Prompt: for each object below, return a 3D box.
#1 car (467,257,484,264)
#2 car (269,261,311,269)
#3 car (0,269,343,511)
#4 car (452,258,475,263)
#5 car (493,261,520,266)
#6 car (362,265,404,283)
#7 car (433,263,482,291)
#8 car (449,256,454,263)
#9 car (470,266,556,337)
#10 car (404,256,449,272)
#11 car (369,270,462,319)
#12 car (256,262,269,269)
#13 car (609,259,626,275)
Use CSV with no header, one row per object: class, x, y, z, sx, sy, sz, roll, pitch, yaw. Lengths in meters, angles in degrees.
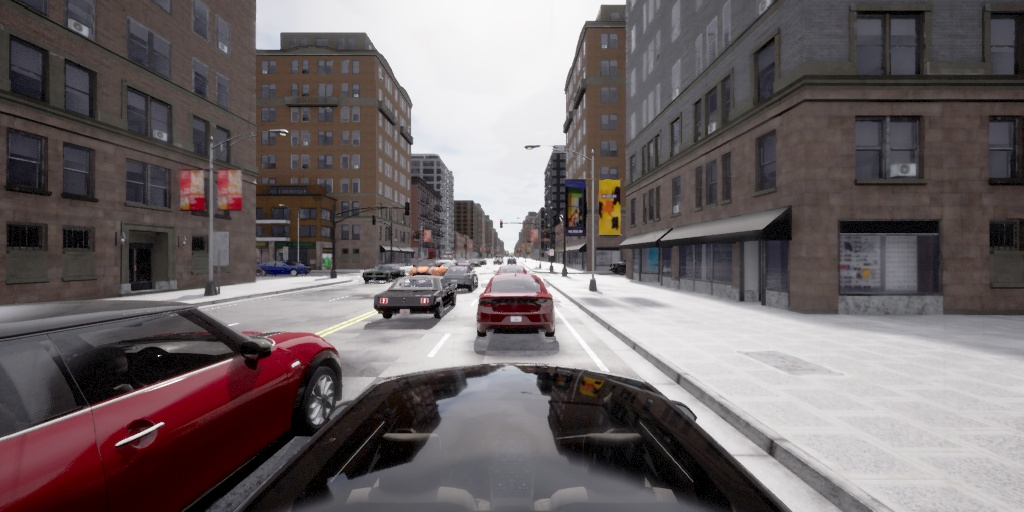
car,-6.583,1.218,62.679,1.882,1.535,5.008,0,0,0
car,-22.755,1.219,35.655,5.008,1.535,1.882,0,0,0
car,-3.152,1.102,2.626,2.097,1.767,4.553,0,0,0
car,-6.611,1.309,49.495,1.994,1.385,4.181,0,0,0
car,-0.004,1.227,19.881,1.882,1.535,5.008,0,0,0
car,-9.857,1.350,27.863,1.895,1.301,4.718,0,0,0
car,-3.156,1.313,21.542,1.994,1.385,4.181,0,0,0
car,-9.838,0.961,53.648,2.150,2.045,5.566,0,1,2
car,0.099,1.228,10.310,1.882,1.535,5.008,0,0,0
car,-6.606,1.099,28.267,2.097,1.767,4.553,0,0,0
car,-3.153,1.351,12.785,1.895,1.301,4.718,0,0,0
car,-25.424,1.170,33.129,4.097,1.591,1.967,0,0,0
car,13.365,1.009,38.784,5.566,2.045,2.150,0,0,0
